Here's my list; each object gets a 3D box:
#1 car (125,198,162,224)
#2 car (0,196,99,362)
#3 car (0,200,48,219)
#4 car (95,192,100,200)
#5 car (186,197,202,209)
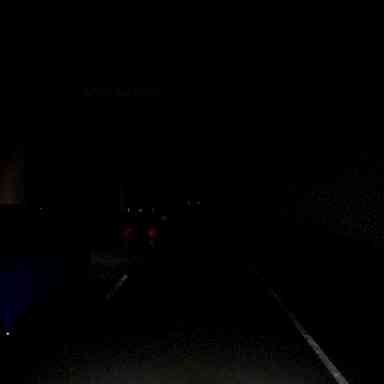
[{"bbox_3d":[-3.335,1.229,23.748,2.097,1.767,4.553,0,0,0],"label":"car"},{"bbox_3d":[-3.381,1.193,5.260,2.150,2.045,5.566,0,0,0],"label":"car"},{"bbox_3d":[-14.021,1.415,27.978,1.994,1.385,4.181,0,0,0],"label":"car"},{"bbox_3d":[-10.499,1.037,35.125,2.150,2.045,5.566,0,0,0],"label":"car"},{"bbox_3d":[0.218,1.333,42.115,2.033,1.411,5.357,0,0,0],"label":"car"}]
